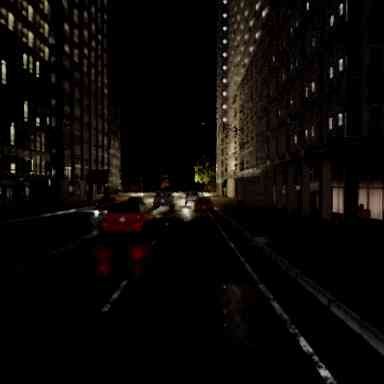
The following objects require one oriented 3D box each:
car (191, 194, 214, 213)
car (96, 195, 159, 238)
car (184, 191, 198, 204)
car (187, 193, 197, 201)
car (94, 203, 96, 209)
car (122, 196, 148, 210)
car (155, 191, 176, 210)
[{"bbox_3d":[1.146,1.236,33.589,1.882,1.535,5.008,0,0,0],"label":"car"},{"bbox_3d":[-3.145,1.230,17.124,2.097,1.767,4.553,0,0,0],"label":"car"},{"bbox_3d":[0.015,0.842,51.810,2.150,2.045,5.566,0,1,0],"label":"car"},{"bbox_3d":[0.019,0.984,67.426,1.994,1.385,4.181,0,0,0],"label":"car"},{"bbox_3d":[-9.819,1.247,38.645,1.812,1.442,4.674,0,1,0],"label":"car"},{"bbox_3d":[-6.568,1.211,38.730,2.128,1.511,4.902,0,1,0],"label":"car"},{"bbox_3d":[-3.138,0.948,38.120,2.150,2.045,5.566,0,1,0],"label":"car"}]
